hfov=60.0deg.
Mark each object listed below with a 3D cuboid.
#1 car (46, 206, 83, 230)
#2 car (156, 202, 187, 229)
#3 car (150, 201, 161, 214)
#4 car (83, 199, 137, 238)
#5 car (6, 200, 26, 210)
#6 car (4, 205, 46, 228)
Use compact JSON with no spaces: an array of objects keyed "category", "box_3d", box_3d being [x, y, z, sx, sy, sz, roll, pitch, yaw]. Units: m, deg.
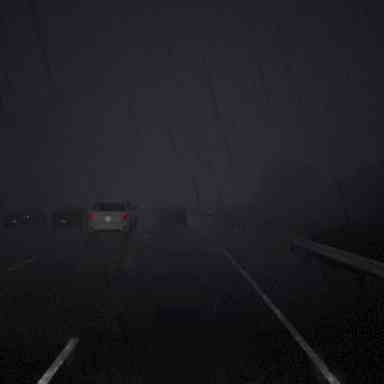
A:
[{"category":"car","box_3d":[-8.416,1.736,23.578,1.882,1.535,5.008,0,-1,-6]},{"category":"car","box_3d":[-1.439,1.726,24.074,1.882,1.535,5.008,0,-1,-6]},{"category":"car","box_3d":[-4.132,1.905,41.153,1.882,1.535,5.008,0,0,-11]},{"category":"car","box_3d":[-4.430,1.427,19.176,2.150,2.045,5.566,0,-1,-6]},{"category":"car","box_3d":[-29.433,2.130,55.839,2.128,1.511,4.902,0,0,-17]},{"category":"car","box_3d":[-12.034,1.800,24.350,1.812,1.442,4.674,0,-1,-7]}]
